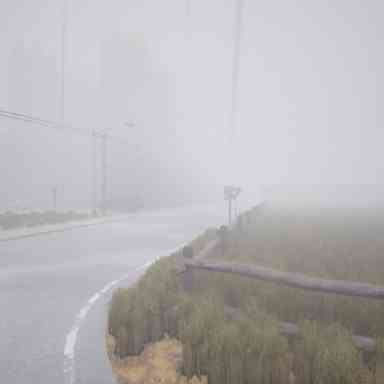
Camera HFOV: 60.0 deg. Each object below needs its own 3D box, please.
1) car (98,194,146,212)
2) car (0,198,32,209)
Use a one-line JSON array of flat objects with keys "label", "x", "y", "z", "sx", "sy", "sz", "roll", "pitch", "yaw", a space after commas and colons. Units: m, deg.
[{"label": "car", "x": -8.155, "y": 1.256, "z": 38.703, "sx": 5.566, "sy": 2.045, "sz": 2.150, "roll": 0, "pitch": 0, "yaw": 14}, {"label": "car", "x": -22.678, "y": 1.531, "z": 42.336, "sx": 4.674, "sy": 1.442, "sz": 1.812, "roll": 0, "pitch": 0, "yaw": 14}]
